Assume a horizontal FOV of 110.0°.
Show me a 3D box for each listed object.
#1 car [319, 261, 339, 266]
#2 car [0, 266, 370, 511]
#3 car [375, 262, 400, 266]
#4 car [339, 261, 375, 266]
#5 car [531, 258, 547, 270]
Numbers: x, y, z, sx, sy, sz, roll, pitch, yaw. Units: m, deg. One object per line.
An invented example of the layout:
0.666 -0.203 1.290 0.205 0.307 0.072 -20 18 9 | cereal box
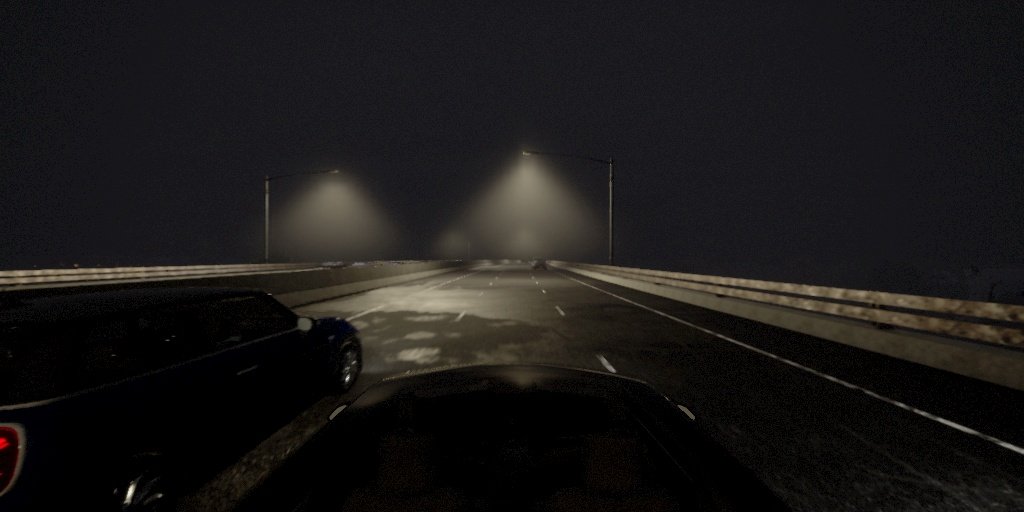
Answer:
-20.626 1.337 41.015 2.128 1.511 4.902 0 0 2 | car
-3.391 1.101 3.818 2.097 1.767 4.553 0 0 0 | car
-13.616 1.420 41.320 1.994 1.385 4.181 0 0 2 | car
-17.129 1.398 40.939 2.033 1.411 5.357 0 0 2 | car
4.319 1.460 55.198 1.812 1.442 4.674 0 0 2 | car
